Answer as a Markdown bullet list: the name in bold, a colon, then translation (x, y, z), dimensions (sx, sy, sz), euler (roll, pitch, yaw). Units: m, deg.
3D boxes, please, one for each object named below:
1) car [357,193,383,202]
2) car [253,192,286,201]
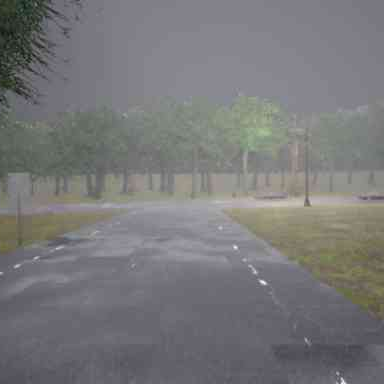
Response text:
- **car**: translation (27.319, 0.756, 49.551), dimensions (4.718, 1.301, 1.895), euler (-2, 3, 0)
- **car**: translation (13.221, 0.724, 56.562), dimensions (5.357, 1.411, 2.033), euler (-2, 3, 0)
